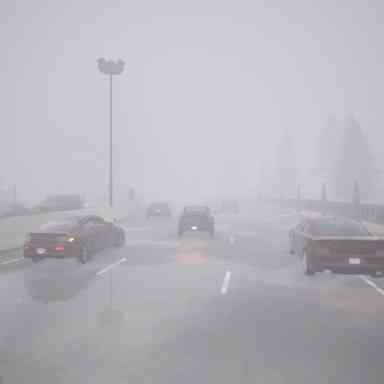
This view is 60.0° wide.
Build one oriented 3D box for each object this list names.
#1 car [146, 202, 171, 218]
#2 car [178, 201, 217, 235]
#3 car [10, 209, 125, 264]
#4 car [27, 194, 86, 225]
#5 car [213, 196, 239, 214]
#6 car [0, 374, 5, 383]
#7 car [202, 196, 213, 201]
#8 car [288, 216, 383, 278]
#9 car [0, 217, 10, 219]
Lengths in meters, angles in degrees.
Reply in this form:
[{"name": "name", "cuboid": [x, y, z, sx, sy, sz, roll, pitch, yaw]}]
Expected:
[{"name": "car", "cuboid": [-2.907, 1.544, 29.662, 1.994, 1.385, 4.181, 0, 0, -1]}, {"name": "car", "cuboid": [0.323, 1.493, 18.710, 1.837, 1.490, 4.892, 0, 0, 5]}, {"name": "car", "cuboid": [-3.948, 1.517, 11.824, 1.812, 1.442, 4.674, 0, 0, 9]}, {"name": "car", "cuboid": [-9.997, 1.203, 25.179, 2.150, 2.045, 5.566, 0, 0, 1]}, {"name": "car", "cuboid": [3.788, 1.482, 35.871, 1.837, 1.490, 4.892, 0, 0, -5]}, {"name": "car", "cuboid": [-2.664, 1.491, 0.614, 2.128, 1.511, 4.902, 0, 0, 15]}, {"name": "car", "cuboid": [2.660, 1.323, 45.782, 2.097, 1.767, 4.553, 0, 0, -11]}, {"name": "car", "cuboid": [4.193, 1.472, 10.261, 1.882, 1.535, 5.008, 0, 0, 9]}, {"name": "car", "cuboid": [-13.537, 1.507, 24.400, 1.812, 1.442, 4.674, 0, 0, 1]}]
